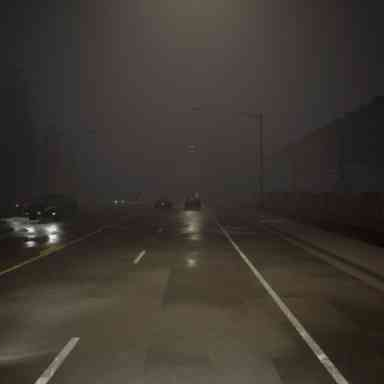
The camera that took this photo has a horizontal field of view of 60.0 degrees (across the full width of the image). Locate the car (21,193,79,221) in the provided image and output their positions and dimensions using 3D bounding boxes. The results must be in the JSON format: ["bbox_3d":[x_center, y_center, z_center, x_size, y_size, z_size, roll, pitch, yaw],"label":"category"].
[{"bbox_3d":[-10.606,1.087,25.842,2.150,2.045,5.566,0,0,0],"label":"car"}]

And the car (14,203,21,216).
[{"bbox_3d":[-14.104,1.194,30.075,2.097,1.767,4.553,0,0,0],"label":"car"}]

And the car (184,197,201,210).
[{"bbox_3d":[0.090,1.284,40.199,2.128,1.511,4.902,0,0,0],"label":"car"}]

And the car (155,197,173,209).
[{"bbox_3d":[-3.411,1.353,40.765,1.994,1.385,4.181,0,0,0],"label":"car"}]

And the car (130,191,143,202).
[{"bbox_3d":[-11.139,0.874,67.250,2.150,2.045,5.566,0,0,-4],"label":"car"}]

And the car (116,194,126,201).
[{"bbox_3d":[-15.039,1.149,70.260,1.837,1.490,4.892,0,0,-7],"label":"car"}]
